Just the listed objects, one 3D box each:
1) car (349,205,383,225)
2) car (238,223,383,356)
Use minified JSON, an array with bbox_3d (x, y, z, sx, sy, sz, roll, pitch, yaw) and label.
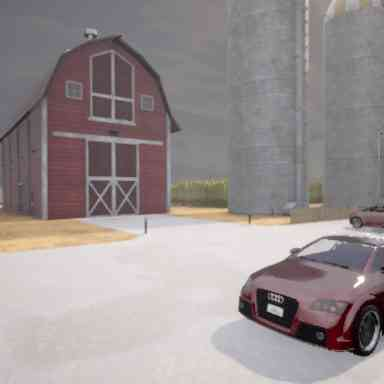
[{"bbox_3d":[11.114,1.422,18.623,1.994,1.381,4.181,0,0,-36],"label":"car"},{"bbox_3d":[2.836,1.527,6.014,4.181,1.385,1.994,0,0,-35],"label":"car"}]
